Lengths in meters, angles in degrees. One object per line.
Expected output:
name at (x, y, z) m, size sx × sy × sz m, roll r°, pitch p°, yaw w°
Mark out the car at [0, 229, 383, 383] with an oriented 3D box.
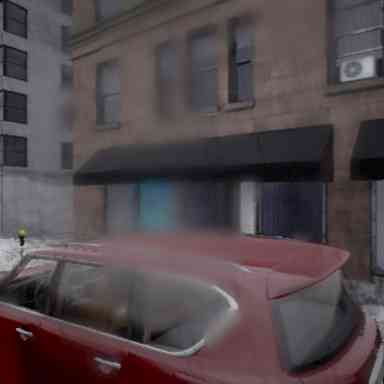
car at (-0.762, 1.348, 3.491) m, size 5.009 × 1.841 × 2.192 m, roll -1°, pitch 0°, yaw 35°
